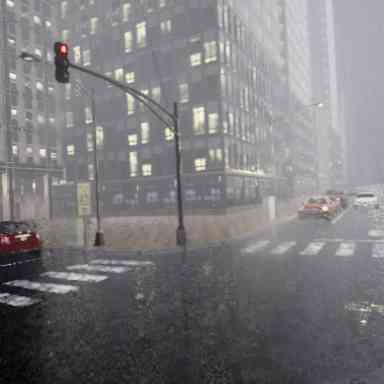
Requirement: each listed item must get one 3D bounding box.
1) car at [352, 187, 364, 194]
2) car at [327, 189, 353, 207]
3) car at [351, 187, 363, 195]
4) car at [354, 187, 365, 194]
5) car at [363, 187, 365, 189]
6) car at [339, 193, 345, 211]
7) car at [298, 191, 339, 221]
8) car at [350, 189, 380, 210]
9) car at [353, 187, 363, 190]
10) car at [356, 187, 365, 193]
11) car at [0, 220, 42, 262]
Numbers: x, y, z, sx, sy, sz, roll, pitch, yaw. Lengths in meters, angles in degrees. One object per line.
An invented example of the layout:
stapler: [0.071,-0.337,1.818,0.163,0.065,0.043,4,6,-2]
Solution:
car: [35.626,-0.281,71.194,2.008,1.369,4.403,-2,1,29]
car: [13.907,0.607,32.247,2.192,1.841,5.009,-2,1,29]
car: [32.912,-0.147,66.326,1.887,1.381,4.507,-2,1,29]
car: [38.340,-0.406,76.062,1.947,1.339,4.313,-2,1,29]
car: [30.199,-0.001,61.457,2.008,1.369,4.403,-2,1,29]
car: [11.203,1.015,27.381,1.802,1.307,4.206,-2,1,29]
car: [8.484,1.013,22.512,1.967,1.590,4.097,-2,1,29]
car: [15.389,0.732,29.404,1.812,1.442,4.674,-3,0,29]
car: [27.484,0.134,56.589,1.887,1.381,4.507,-2,1,29]
car: [41.053,-0.568,80.930,1.887,1.381,4.507,-2,1,29]
car: [-8.449,1.993,14.320,4.097,1.590,1.967,-3,-1,29]
